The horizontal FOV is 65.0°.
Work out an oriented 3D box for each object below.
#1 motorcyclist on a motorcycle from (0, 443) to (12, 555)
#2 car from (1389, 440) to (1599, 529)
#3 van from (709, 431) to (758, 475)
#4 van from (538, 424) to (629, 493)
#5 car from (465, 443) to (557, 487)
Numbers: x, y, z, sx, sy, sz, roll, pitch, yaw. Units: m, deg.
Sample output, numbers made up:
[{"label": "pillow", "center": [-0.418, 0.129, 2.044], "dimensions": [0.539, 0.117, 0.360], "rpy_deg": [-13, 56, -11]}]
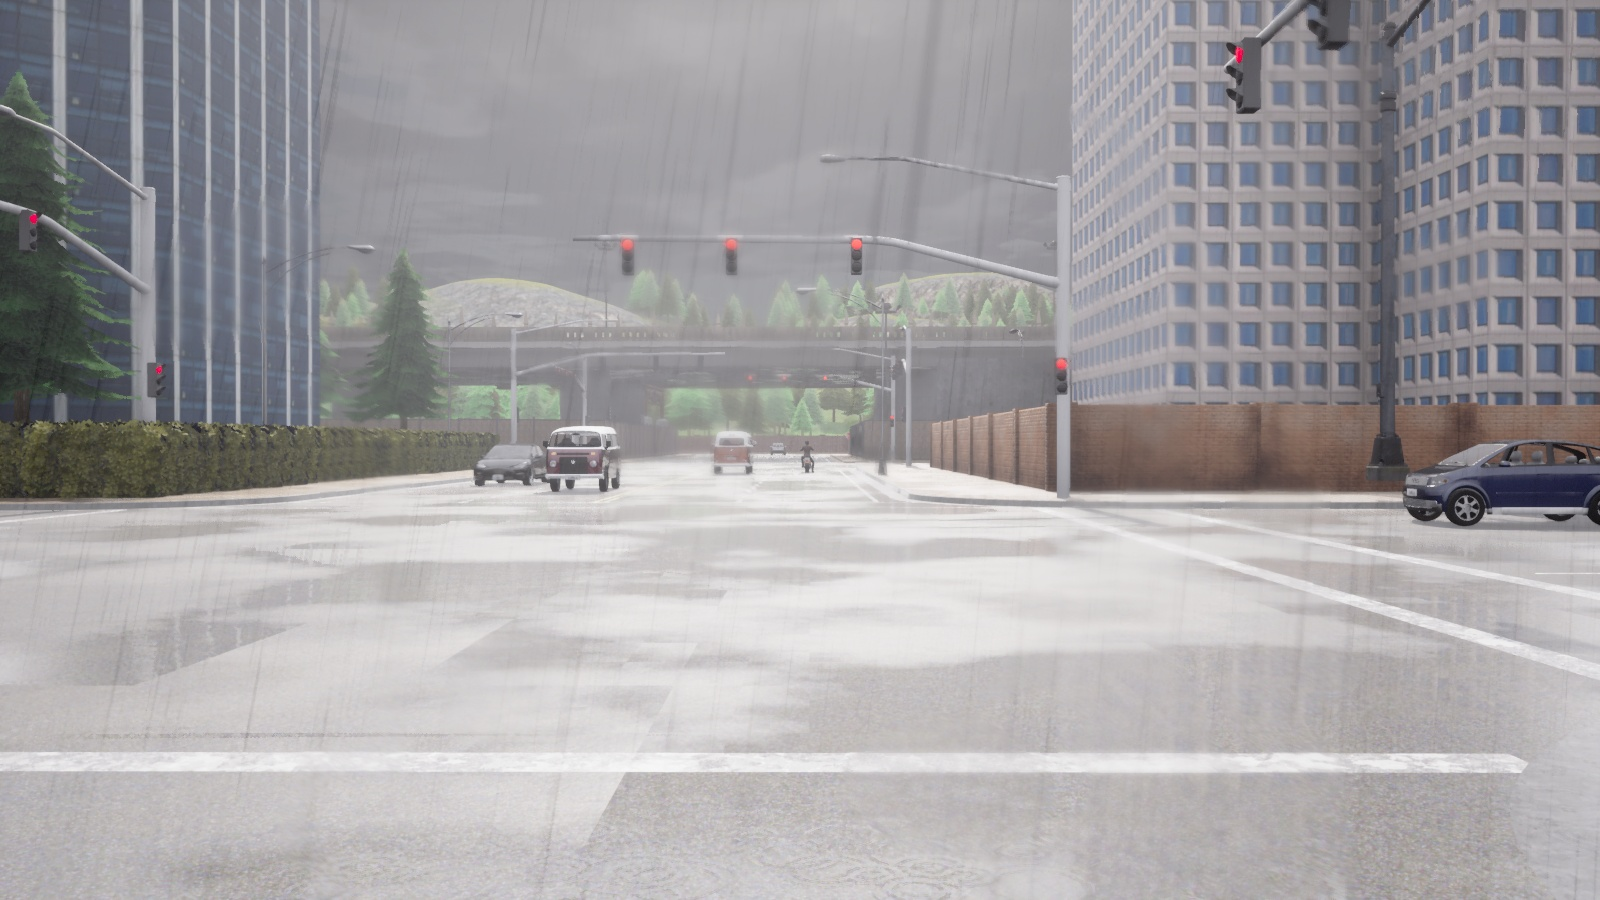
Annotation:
[{"label": "motorcyclist on a motorcycle", "center": [-12.098, 0.675, 17.102], "dimensions": [2.191, 1.530, 0.866], "rpy_deg": [0, 0, -20]}, {"label": "car", "center": [13.058, 0.606, 22.997], "dimensions": [3.705, 1.549, 1.789], "rpy_deg": [0, 0, 1]}, {"label": "van", "center": [-3.158, 0.126, 60.408], "dimensions": [2.069, 2.038, 4.480], "rpy_deg": [0, 0, 0]}, {"label": "van", "center": [-6.770, 0.240, 39.687], "dimensions": [2.069, 2.038, 4.480], "rpy_deg": [0, 0, 0]}, {"label": "car", "center": [-10.242, 0.484, 44.941], "dimensions": [2.163, 1.488, 4.792], "rpy_deg": [0, 0, 0]}]
